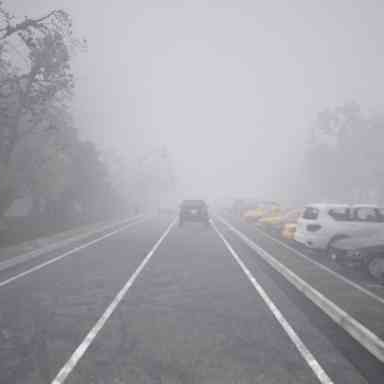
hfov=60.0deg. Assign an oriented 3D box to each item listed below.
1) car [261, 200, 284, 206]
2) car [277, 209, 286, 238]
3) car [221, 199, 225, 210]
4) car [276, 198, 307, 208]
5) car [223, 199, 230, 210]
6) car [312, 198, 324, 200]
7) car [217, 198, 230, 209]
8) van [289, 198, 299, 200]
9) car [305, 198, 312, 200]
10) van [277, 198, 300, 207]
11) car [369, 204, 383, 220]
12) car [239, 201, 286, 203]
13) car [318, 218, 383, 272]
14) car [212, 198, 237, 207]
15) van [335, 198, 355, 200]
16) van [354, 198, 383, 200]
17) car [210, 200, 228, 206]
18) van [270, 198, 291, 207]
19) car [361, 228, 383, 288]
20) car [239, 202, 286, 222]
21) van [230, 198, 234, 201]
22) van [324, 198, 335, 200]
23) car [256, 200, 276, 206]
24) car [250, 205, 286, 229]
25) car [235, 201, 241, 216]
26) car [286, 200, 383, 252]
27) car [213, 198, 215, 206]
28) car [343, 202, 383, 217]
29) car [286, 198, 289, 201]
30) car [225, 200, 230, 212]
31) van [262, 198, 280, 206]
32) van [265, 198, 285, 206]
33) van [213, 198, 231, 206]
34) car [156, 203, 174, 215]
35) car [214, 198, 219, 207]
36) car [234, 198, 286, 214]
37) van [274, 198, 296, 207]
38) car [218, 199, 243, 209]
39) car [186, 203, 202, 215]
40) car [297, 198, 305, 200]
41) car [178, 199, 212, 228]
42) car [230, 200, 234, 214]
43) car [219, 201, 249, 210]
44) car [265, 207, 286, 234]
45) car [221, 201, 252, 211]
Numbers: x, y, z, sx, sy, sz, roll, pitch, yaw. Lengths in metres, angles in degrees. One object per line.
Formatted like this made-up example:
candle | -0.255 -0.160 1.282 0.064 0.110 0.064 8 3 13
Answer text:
car | 20.408 2.847 84.798 5.366 1.575 1.946 0 -2 0
car | 7.067 1.746 15.722 5.366 1.575 1.946 0 0 1
car | 7.157 2.187 49.023 4.792 1.488 2.163 0 -1 1
car | 20.414 2.214 68.331 5.566 2.045 2.435 0 -1 1
car | 7.131 2.142 46.247 4.792 1.488 2.163 0 -1 1
car | 20.211 1.852 46.048 5.566 2.045 2.435 0 -1 1
car | 7.026 2.200 51.801 5.366 1.575 1.946 0 -1 1
van | 20.483 2.104 60.021 4.442 1.987 1.878 0 -1 1
car | 20.236 1.897 48.817 5.566 2.045 2.435 0 -1 1
van | 20.584 2.285 71.099 4.442 1.987 1.878 0 -1 1
car | 20.142 1.916 32.197 4.792 1.488 2.163 0 -1 1
car | 7.194 1.859 29.599 5.366 1.575 1.946 0 -1 1
car | 6.837 1.707 10.172 5.008 1.535 2.097 0 0 1
car | 7.467 2.358 76.784 5.566 2.045 2.435 0 -1 1
van | 20.305 1.787 40.507 4.442 1.987 1.878 0 -1 1
van | 20.029 1.699 34.954 4.442 1.987 1.878 0 -1 0
car | 7.596 3.132 93.409 5.008 1.535 2.097 0 -2 1
van | 20.401 2.375 76.649 4.442 1.987 1.878 0 -1 1
car | 6.777 1.715 7.396 4.792 1.488 2.163 0 0 1
car | 6.799 1.834 26.950 5.366 1.575 1.946 0 0 1
van | 7.226 1.796 40.699 4.442 1.987 1.878 0 -1 1
van | 20.097 1.832 43.279 4.442 1.987 1.878 0 -1 1
car | 20.663 3.118 93.103 5.008 1.535 2.097 0 -2 1
car | 6.747 1.788 21.277 5.366 1.575 1.946 0 0 1
car | 7.028 1.896 32.368 4.892 1.521 2.231 0 -1 1
car | 6.885 1.477 12.949 5.566 2.045 2.435 0 0 1
car | 7.357 2.473 68.453 5.008 1.535 2.097 0 -1 1
car | 20.168 1.968 37.735 5.008 1.535 2.097 0 -1 1
car | 20.388 2.413 62.661 4.674 1.452 2.002 0 -1 1
car | 7.106 2.097 43.472 4.792 1.488 2.163 0 -1 1
van | 20.735 2.713 87.572 4.442 1.987 1.878 0 -2 1
van | 20.450 2.534 82.038 4.442 1.987 1.878 0 -2 1
van | 7.373 2.547 82.319 4.442 1.987 1.878 0 -2 1
car | -3.216 2.075 41.537 1.812 1.442 4.674 0 -1 0
car | 7.101 2.335 60.128 5.366 1.575 1.946 0 -1 1
car | 7.090 1.809 35.149 4.553 1.767 2.185 0 -1 1
van | 20.608 2.328 73.744 4.442 1.987 1.878 0 -1 1
car | 7.281 2.258 62.904 4.553 1.767 2.185 0 -1 1
car | 0.237 2.139 43.345 1.994 1.385 4.181 0 -1 0
car | 20.309 2.238 54.353 5.008 1.535 2.097 0 -1 1
car | 0.150 1.542 25.264 2.150 2.045 5.566 0 -1 0
car | 7.114 2.006 37.919 4.792 1.488 2.163 0 -1 1
car | 7.255 2.294 57.350 4.892 1.521 2.231 0 -1 1
car | 6.914 1.771 18.500 4.892 1.521 2.231 0 0 1
car | 7.243 2.249 54.575 4.892 1.521 2.231 0 -1 1
